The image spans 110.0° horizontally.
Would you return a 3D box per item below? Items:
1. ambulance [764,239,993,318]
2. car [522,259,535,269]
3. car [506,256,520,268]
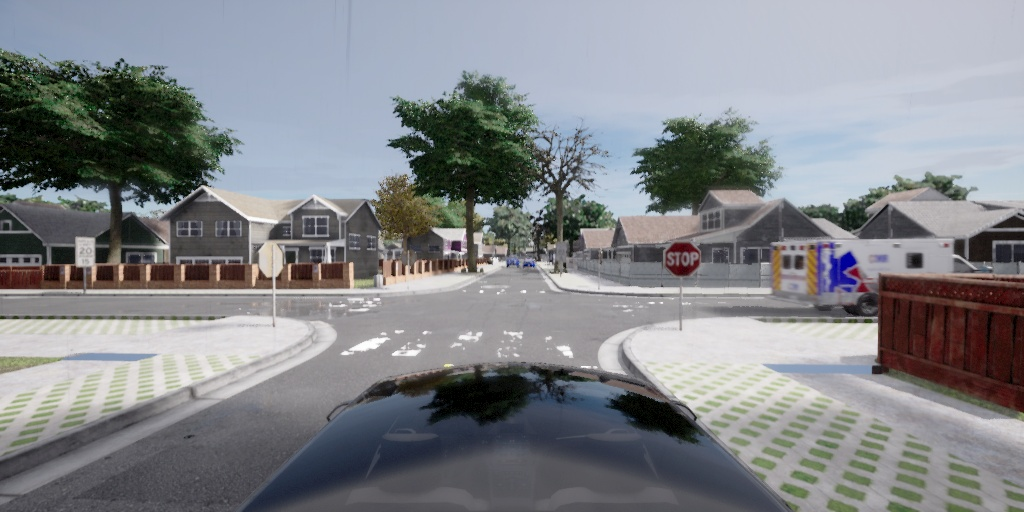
[{"bbox_3d":[12.450,0.706,12.059,6.366,2.431,2.351,0,0,3],"label":"ambulance"},{"bbox_3d":[2.722,1.217,57.880,1.882,1.535,5.008,0,0,3],"label":"car"},{"bbox_3d":[0.177,0.961,62.148,2.150,2.045,5.566,0,0,3],"label":"car"}]
